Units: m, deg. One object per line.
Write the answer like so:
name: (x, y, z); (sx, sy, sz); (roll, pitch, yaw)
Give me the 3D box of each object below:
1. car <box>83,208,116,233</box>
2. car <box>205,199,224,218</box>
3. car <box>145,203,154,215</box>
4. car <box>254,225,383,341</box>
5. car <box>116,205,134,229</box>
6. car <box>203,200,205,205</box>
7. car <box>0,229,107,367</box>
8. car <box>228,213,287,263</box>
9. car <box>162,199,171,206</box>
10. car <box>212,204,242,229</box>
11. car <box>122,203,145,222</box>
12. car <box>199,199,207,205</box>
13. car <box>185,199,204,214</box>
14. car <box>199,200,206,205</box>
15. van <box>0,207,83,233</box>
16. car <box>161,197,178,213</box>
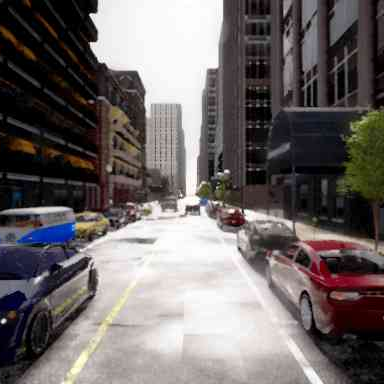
car: (-5.689, 1.720, 17.867); (1.752, 1.417, 4.829); (0, -1, 0)
car: (2.691, 1.825, 35.027); (1.967, 1.590, 4.097); (0, -1, 0)
car: (-5.688, 1.976, 40.518); (1.752, 1.417, 4.829); (0, -1, 0)
car: (2.691, 1.619, 6.709); (1.887, 1.381, 4.507); (0, -1, 0)
car: (-5.689, 1.824, 23.700); (1.947, 1.339, 4.313); (0, -1, 0)
car: (2.691, 1.997, 40.688); (1.887, 1.381, 4.507); (0, -1, 0)
car: (-3.102, 1.629, 5.900); (1.994, 1.385, 4.181); (0, -1, 0)
car: (2.692, 1.686, 12.372); (2.008, 1.369, 4.403); (0, -1, 0)
car: (-5.689, 2.408, 74.497); (1.752, 1.417, 4.829); (0, -1, 0)
car: (2.691, 1.803, 23.700); (1.887, 1.381, 4.507); (0, -1, 0)
car: (-5.688, 1.761, 29.363); (1.967, 1.590, 4.097); (0, -1, 0)
car: (2.691, 2.486, 80.501); (1.752, 1.417, 4.829); (0, -1, 0)
car: (0.100, 1.954, 41.560); (2.128, 1.511, 4.902); (0, -1, 0)
car: (2.691, 2.616, 85.992); (1.802, 1.307, 4.206); (0, -1, 0)
van: (-5.689, 1.477, 12.375); (1.690, 1.788, 3.998); (0, -1, 0)
car: (-3.087, 1.743, 46.264); (2.150, 2.045, 5.566); (0, -1, 0)
